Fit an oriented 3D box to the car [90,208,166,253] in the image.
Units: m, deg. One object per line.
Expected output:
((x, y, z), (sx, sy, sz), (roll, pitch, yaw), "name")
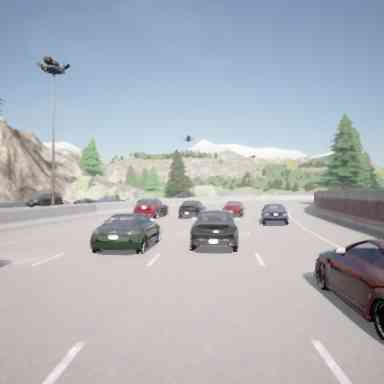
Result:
((-2.557, 1.559, 13.653), (1.994, 1.385, 4.181), (0, 0, 6), "car")

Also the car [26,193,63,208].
((-20.804, 1.183, 47.268), (2.150, 2.045, 5.566), (0, 0, 17), "car")

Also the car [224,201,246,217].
((3.936, 1.530, 30.952), (1.812, 1.442, 4.674), (0, 0, 13), "car")

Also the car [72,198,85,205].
((-16.168, 1.534, 50.181), (1.994, 1.385, 4.181), (0, 0, 19), "car")

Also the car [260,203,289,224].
((6.105, 1.556, 24.732), (2.033, 1.411, 5.357), (0, 0, 11), "car")

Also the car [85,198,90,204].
((-12.927, 1.522, 48.930), (2.033, 1.411, 5.357), (0, 0, 18), "car")

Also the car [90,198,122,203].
((-10.810, 1.526, 44.150), (2.033, 1.411, 5.357), (0, 0, 17), "car")

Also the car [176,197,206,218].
((0.110, 1.503, 29.934), (1.837, 1.490, 4.892), (0, 0, 13), "car")

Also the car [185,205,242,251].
((1.004, 1.506, 14.201), (1.837, 1.490, 4.892), (0, 0, 6), "car")

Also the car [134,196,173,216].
((-3.541, 1.344, 29.580), (2.097, 1.767, 4.553), (0, 0, 12), "car")

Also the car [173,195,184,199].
((-3.712, 1.438, 84.973), (2.128, 1.511, 4.902), (0, 0, 32), "car")

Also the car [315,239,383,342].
((3.856, 1.570, 6.303), (1.994, 1.385, 4.181), (0, 0, 3), "car")
